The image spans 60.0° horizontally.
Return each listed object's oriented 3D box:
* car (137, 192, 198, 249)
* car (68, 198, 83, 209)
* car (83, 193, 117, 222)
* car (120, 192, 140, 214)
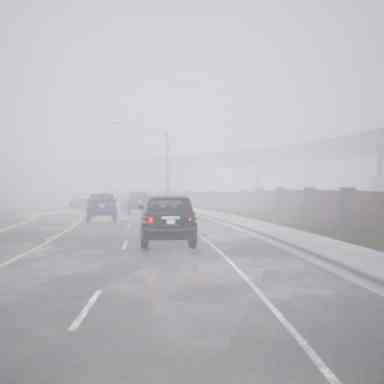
[{"bbox_3d":[-1.107,1.134,14.379,2.150,2.045,5.566,0,0,-8],"label":"car"},{"bbox_3d":[-14.318,1.400,42.107,1.994,1.385,4.181,-1,1,-32],"label":"car"},{"bbox_3d":[-6.986,1.101,25.739,2.150,2.045,5.566,0,0,-15],"label":"car"},{"bbox_3d":[-5.683,1.037,32.884,2.150,2.045,5.566,0,0,-20],"label":"car"}]
